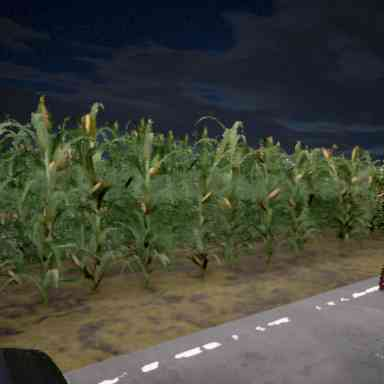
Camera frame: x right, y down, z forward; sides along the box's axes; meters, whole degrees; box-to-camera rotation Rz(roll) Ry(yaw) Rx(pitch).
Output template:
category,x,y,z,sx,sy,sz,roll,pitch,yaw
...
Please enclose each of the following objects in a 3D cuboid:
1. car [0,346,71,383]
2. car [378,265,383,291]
category,x,y,z,sx,sy,sz,roll,pitch,yaw
car,-2.524,1.566,1.266,4.181,1.385,1.994,0,0,-36
car,5.925,1.531,7.264,4.181,1.385,1.994,-1,0,-35
